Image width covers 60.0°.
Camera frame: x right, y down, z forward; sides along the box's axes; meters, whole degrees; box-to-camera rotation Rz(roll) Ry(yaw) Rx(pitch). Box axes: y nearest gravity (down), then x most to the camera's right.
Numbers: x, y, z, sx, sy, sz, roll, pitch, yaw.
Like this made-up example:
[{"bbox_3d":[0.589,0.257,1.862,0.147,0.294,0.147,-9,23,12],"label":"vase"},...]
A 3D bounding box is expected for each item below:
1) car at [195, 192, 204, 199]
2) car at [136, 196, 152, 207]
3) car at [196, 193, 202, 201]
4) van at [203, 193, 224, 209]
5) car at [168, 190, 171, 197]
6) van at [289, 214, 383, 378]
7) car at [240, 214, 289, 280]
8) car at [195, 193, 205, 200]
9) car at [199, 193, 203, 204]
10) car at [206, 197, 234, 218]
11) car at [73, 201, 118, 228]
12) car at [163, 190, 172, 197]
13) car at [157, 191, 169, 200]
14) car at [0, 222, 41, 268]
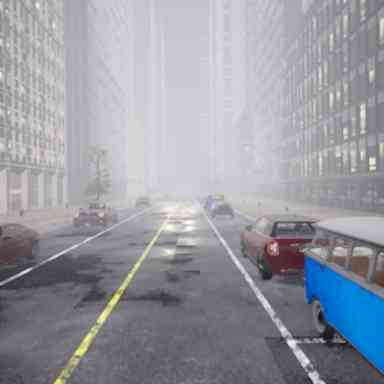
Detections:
[{"bbox_3d":[1.661,0.820,77.904,2.008,1.369,4.403,-1,1,-1],"label":"car"},{"bbox_3d":[-6.265,1.230,43.657,1.947,1.339,4.313,-1,1,-1],"label":"car"},{"bbox_3d":[2.039,1.086,49.446,2.008,1.369,4.403,-1,1,-1],"label":"car"},{"bbox_3d":[2.262,1.032,32.369,1.690,1.788,3.998,-1,1,-1],"label":"van"},{"bbox_3d":[-6.797,0.606,83.494,2.192,1.841,5.009,-1,1,-1],"label":"car"},{"bbox_3d":[2.639,1.282,3.912,1.690,1.788,3.998,-1,1,-1],"label":"van"},{"bbox_3d":[2.565,1.331,9.605,1.967,1.590,4.097,-1,1,-1],"label":"car"},{"bbox_3d":[1.737,0.889,72.212,1.947,1.339,4.313,-1,1,-1],"label":"car"},{"bbox_3d":[2.189,1.184,38.063,1.887,1.381,4.507,-1,1,-1],"label":"car"},{"bbox_3d":[2.341,1.323,26.680,1.802,1.307,4.206,-1,1,-1],"label":"car"},{"bbox_3d":[-5.966,1.309,20.892,1.967,1.590,4.097,-1,1,-1],"label":"car"},{"bbox_3d":[-6.948,0.493,94.877,2.192,1.841,5.009,-1,1,-1],"label":"car"},{"bbox_3d":[-6.641,0.927,71.944,1.752,1.417,4.829,-1,1,-1],"label":"car"},{"bbox_3d":[-5.813,1.550,9.510,1.802,1.307,4.206,-1,1,-1],"label":"car"}]
